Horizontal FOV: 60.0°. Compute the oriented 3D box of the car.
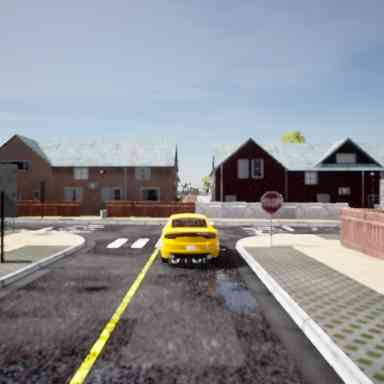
[{"bbox_3d":[-0.159,1.559,12.564,1.882,1.535,5.008,0,0,-3],"label":"car"}]
